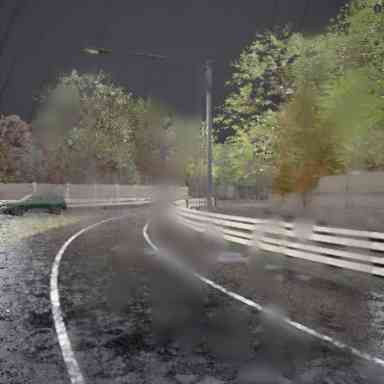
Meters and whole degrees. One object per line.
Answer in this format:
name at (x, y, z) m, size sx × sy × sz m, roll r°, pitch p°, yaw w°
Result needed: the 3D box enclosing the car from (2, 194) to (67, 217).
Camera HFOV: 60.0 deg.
car at (-14.748, 1.195, 31.469) m, size 5.566 × 2.045 × 2.150 m, roll 0°, pitch 0°, yaw -42°
